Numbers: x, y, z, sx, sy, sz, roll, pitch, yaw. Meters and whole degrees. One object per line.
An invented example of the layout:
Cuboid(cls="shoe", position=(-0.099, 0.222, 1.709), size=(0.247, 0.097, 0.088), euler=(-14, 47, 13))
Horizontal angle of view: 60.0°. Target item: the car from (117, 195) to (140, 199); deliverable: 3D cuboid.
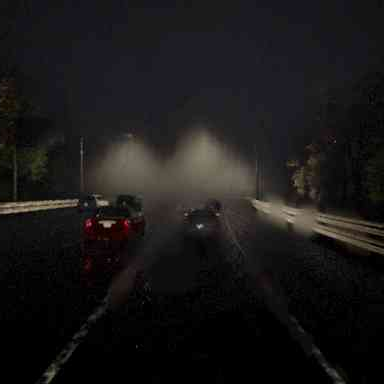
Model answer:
Cuboid(cls="car", position=(-7.074, 1.304, 37.248), size=(2.150, 2.045, 5.566), euler=(0, 0, 0))

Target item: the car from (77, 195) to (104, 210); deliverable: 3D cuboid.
Cuboid(cls="car", position=(-10.566, 1.297, 35.823), size=(2.150, 2.045, 5.566), euler=(0, 0, 0))

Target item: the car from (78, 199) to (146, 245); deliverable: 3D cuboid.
Cuboid(cls="car", position=(-3.479, 1.386, 15.747), size=(2.097, 1.767, 4.553), euler=(0, 0, 0))

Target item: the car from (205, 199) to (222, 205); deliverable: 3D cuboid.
Cuboid(cls="car", position=(2.718, 1.618, 42.325), size=(1.837, 1.490, 4.892), euler=(0, -1, 8))

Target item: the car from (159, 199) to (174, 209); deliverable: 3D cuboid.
Cuboid(cls="car", position=(-3.622, 1.676, 47.798), size=(1.994, 1.385, 4.181), euler=(0, 0, 0))

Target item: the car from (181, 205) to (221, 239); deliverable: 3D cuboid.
Cuboid(cls="car", position=(0.525, 1.607, 17.588), size=(1.994, 1.385, 4.181), euler=(0, 0, 3))
